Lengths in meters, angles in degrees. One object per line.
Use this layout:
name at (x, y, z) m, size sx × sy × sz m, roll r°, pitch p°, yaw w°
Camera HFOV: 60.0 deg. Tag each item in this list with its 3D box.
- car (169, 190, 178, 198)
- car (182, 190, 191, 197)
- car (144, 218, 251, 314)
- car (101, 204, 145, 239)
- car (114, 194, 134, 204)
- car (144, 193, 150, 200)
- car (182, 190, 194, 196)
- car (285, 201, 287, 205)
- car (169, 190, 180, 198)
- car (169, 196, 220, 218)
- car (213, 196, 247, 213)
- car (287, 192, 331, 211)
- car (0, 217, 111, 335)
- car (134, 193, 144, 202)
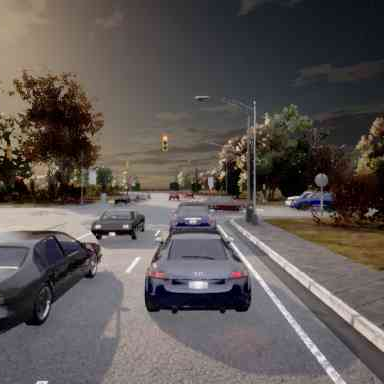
car at (-5.107, 0.442, 93.644) m, size 2.150 × 2.045 × 5.566 m, roll 0°, pitch 1°, yaw -7°
car at (-1.619, 0.401, 94.035) m, size 2.097 × 1.767 × 4.553 m, roll 0°, pitch 1°, yaw -7°
car at (0.079, 1.541, 7.668) m, size 1.994 × 1.385 × 4.181 m, roll 0°, pitch 0°, yaw -1°
car at (-3.482, 1.519, 16.622) m, size 1.895 × 1.301 × 4.718 m, roll 0°, pitch 0°, yaw -1°
car at (-10.805, 1.273, 52.110) m, size 1.895 × 1.301 × 4.718 m, roll 0°, pitch 0°, yaw 0°
car at (-10.865, 1.101, 71.169) m, size 1.895 × 1.301 × 4.718 m, roll 0°, pitch 1°, yaw -1°
car at (-0.799, 0.573, 83.388) m, size 2.150 × 2.045 × 5.566 m, roll 0°, pitch 1°, yaw -4°
car at (14.413, 0.972, 40.895) m, size 5.566 × 2.045 × 2.150 m, roll 0°, pitch 0°, yaw -3°
car at (-3.818, 0.729, 71.205) m, size 2.150 × 2.045 × 5.566 m, roll 0°, pitch 1°, yaw -1°
car at (0.039, 1.273, 16.301) m, size 2.097 × 1.767 × 4.553 m, roll 0°, pitch 0°, yaw 0°
car at (3.367, 1.157, 33.020) m, size 4.553 × 1.767 × 2.097 m, roll 0°, pitch 0°, yaw -3°
car at (14.010, 0.996, 37.372) m, size 5.566 × 2.045 × 2.150 m, roll 0°, pitch 0°, yaw -3°
car at (-3.418, 1.528, 6.978) m, size 2.033 × 1.411 × 5.357 m, roll 0°, pitch 0°, yaw -1°
car at (-10.819, 1.094, 61.212) m, size 2.128 × 1.511 × 4.902 m, roll 0°, pitch 0°, yaw 0°
